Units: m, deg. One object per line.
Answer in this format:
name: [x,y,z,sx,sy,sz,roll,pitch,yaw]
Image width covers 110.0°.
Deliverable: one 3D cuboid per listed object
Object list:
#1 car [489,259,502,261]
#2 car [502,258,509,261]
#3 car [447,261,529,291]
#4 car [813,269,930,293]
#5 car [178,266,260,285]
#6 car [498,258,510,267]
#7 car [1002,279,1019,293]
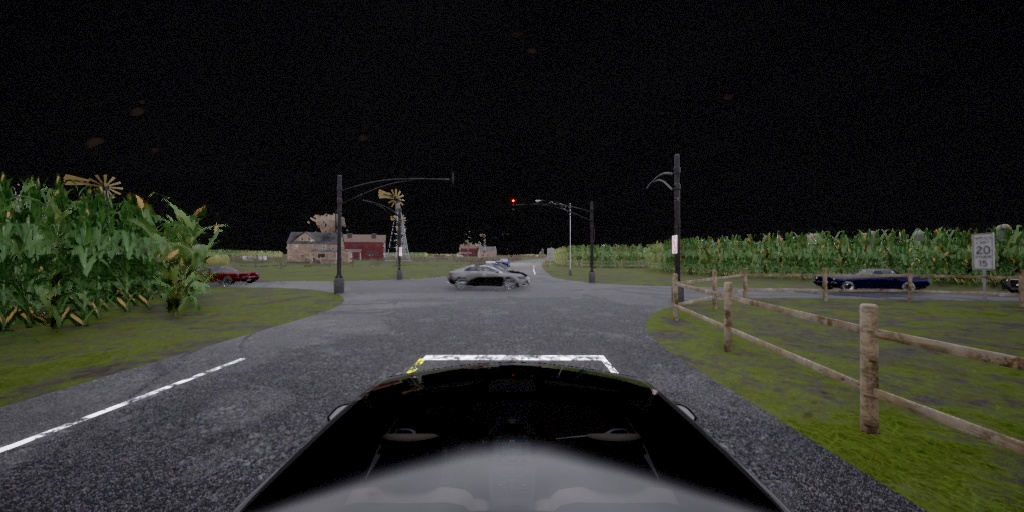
car: [-2.595,1.271,43.910,1.812,1.442,4.674,0,0,3]
car: [-2.065,1.303,53.917,1.994,1.385,4.181,0,0,5]
car: [-1.428,1.242,21.554,4.902,1.511,2.128,0,0,9]
car: [20.381,1.401,20.577,4.718,1.301,1.895,0,-1,9]
car: [-19.989,1.310,24.596,4.718,1.301,1.895,0,-1,9]
car: [-1.406,1.208,64.254,1.882,1.535,5.008,0,0,3]
car: [29.349,1.377,19.028,4.181,1.385,1.994,0,-1,10]
